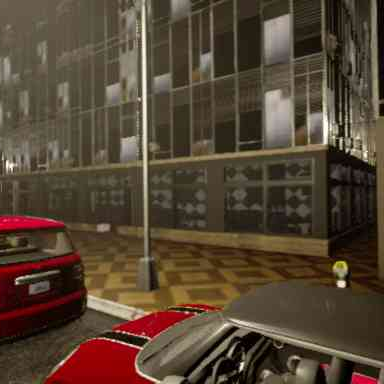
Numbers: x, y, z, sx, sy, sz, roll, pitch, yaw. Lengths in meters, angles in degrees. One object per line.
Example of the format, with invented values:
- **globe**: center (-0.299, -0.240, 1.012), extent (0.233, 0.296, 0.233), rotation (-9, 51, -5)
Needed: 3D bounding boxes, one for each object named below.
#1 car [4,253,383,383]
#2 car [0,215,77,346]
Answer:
- **car**: center (0.686, 1.440, 2.400), extent (4.097, 1.590, 1.967), rotation (0, -1, 36)
- **car**: center (-3.908, 1.313, 5.679), extent (5.009, 1.841, 2.192), rotation (0, -1, 36)
